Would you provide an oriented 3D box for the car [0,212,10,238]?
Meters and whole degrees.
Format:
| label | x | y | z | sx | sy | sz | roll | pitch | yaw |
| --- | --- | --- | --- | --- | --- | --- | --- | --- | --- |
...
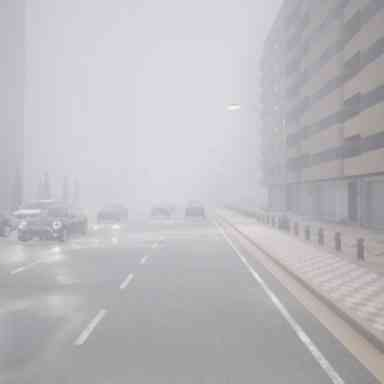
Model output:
| label | x | y | z | sx | sy | sz | roll | pitch | yaw |
| --- | --- | --- | --- | --- | --- | --- | --- | --- | --- |
| car | -10.507 | 1.654 | 15.918 | 1.837 | 1.490 | 4.892 | 0 | 1 | 0 |

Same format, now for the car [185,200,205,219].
| label | x | y | z | sx | sy | sz | roll | pitch | yaw |
| --- | --- | --- | --- | --- | --- | --- | --- | --- | --- |
| car | 0.293 | 1.810 | 33.300 | 1.882 | 1.535 | 5.008 | 0 | -1 | 1 |

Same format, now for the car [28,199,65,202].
| label | x | y | z | sx | sy | sz | roll | pitch | yaw |
| --- | --- | --- | --- | --- | --- | --- | --- | --- | --- |
| car | -10.369 | 1.535 | 23.036 | 2.150 | 2.045 | 5.566 | 0 | -1 | 0 |

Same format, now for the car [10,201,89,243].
| label | x | y | z | sx | sy | sz | roll | pitch | yaw |
| --- | --- | --- | --- | --- | --- | --- | --- | --- | --- |
| car | -6.959 | 1.520 | 17.147 | 2.097 | 1.767 | 4.553 | 0 | -1 | 1 |

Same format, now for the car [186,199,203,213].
| label | x | y | z | sx | sy | sz | roll | pitch | yaw |
| --- | --- | --- | --- | --- | --- | --- | --- | --- | --- |
| car | 0.330 | 1.789 | 43.964 | 2.097 | 1.767 | 4.553 | 0 | -1 | 0 |

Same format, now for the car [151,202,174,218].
| label | x | y | z | sx | sy | sz | roll | pitch | yaw |
| --- | --- | --- | --- | --- | --- | --- | --- | --- | --- |
| car | -3.200 | 1.869 | 34.657 | 1.812 | 1.442 | 4.674 | 0 | -1 | 0 |

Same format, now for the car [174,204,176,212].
| label | x | y | z | sx | sy | sz | roll | pitch | yaw |
| --- | --- | --- | --- | --- | --- | --- | --- | --- | --- |
| car | -3.186 | 2.049 | 45.238 | 1.895 | 1.301 | 4.718 | 0 | -1 | 0 |

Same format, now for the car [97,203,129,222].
| label | x | y | z | sx | sy | sz | roll | pitch | yaw |
| --- | --- | --- | --- | --- | --- | --- | --- | --- | --- |
| car | -6.877 | 1.766 | 29.310 | 1.882 | 1.535 | 5.008 | 0 | -1 | 1 |
